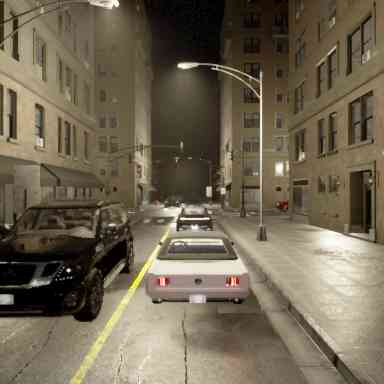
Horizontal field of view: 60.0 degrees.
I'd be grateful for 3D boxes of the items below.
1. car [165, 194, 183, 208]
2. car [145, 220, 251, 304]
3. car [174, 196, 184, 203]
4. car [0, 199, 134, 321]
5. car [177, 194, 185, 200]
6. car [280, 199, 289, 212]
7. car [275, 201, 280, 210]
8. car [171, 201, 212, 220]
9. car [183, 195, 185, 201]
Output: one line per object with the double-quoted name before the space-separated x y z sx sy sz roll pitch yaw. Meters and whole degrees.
"car" -2.831 1.397 48.992 2.097 1.767 4.553 0 0 0
"car" 0.106 1.602 8.087 1.895 1.301 4.718 0 0 0
"car" -2.731 1.579 69.741 1.837 1.490 4.892 0 0 0
"car" -2.748 1.222 7.632 2.150 2.045 5.566 0 0 0
"car" -2.727 1.249 84.976 1.812 1.442 4.674 0 0 0
"car" 12.534 1.517 36.011 4.902 1.511 2.128 0 0 0
"car" 12.277 1.352 38.548 5.009 1.841 2.192 0 0 0
"car" 0.111 1.498 18.308 2.128 1.511 4.902 0 0 -1
"car" -2.812 1.550 58.882 2.128 1.511 4.902 0 0 0
